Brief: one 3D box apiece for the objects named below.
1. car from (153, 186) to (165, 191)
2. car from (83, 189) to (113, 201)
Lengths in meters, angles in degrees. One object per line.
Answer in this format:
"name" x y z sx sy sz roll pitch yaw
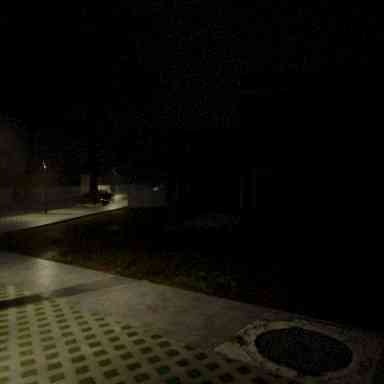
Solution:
"car" -6.062 -0.463 64.065 1.812 1.442 4.674 1 2 10
"car" -10.724 0.365 38.644 1.882 1.535 5.008 1 2 10
